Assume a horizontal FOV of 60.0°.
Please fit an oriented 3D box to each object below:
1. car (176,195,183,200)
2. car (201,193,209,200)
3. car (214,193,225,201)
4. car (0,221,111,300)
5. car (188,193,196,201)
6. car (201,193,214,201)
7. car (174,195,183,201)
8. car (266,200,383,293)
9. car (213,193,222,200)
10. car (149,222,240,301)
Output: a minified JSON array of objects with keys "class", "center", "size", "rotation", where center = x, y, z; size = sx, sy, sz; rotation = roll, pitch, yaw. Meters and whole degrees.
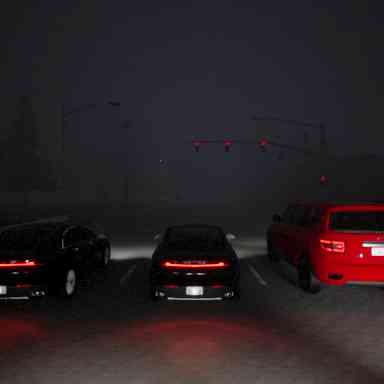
[{"class":"car","center":[-3.466,1.424,91.878],"size":[1.895,1.301,4.718],"rotation":[0,0,0]},{"class":"car","center":[3.534,1.184,91.816],"size":[2.097,1.767,4.553],"rotation":[0,0,0]},{"class":"car","center":[7.030,1.489,81.424],"size":[1.837,1.490,4.892],"rotation":[0,0,0]},{"class":"car","center":[-3.435,1.505,8.377],"size":[1.837,1.490,4.892],"rotation":[0,0,0]},{"class":"car","center":[0.030,1.514,81.427],"size":[2.128,1.511,4.902],"rotation":[0,0,0]},{"class":"car","center":[3.530,1.345,81.812],"size":[2.097,1.767,4.553],"rotation":[0,0,0]},{"class":"car","center":[-3.470,1.514,81.845],"size":[1.812,1.442,4.674],"rotation":[0,0,0]},{"class":"car","center":[3.569,1.221,8.970],"size":[2.150,2.045,5.566],"rotation":[0,0,0]},{"class":"car","center":[7.034,1.184,91.814],"size":[2.097,1.767,4.553],"rotation":[0,0,0]},{"class":"car","center":[0.065,1.505,8.323],"size":[1.837,1.490,4.892],"rotation":[0,0,0]}]
